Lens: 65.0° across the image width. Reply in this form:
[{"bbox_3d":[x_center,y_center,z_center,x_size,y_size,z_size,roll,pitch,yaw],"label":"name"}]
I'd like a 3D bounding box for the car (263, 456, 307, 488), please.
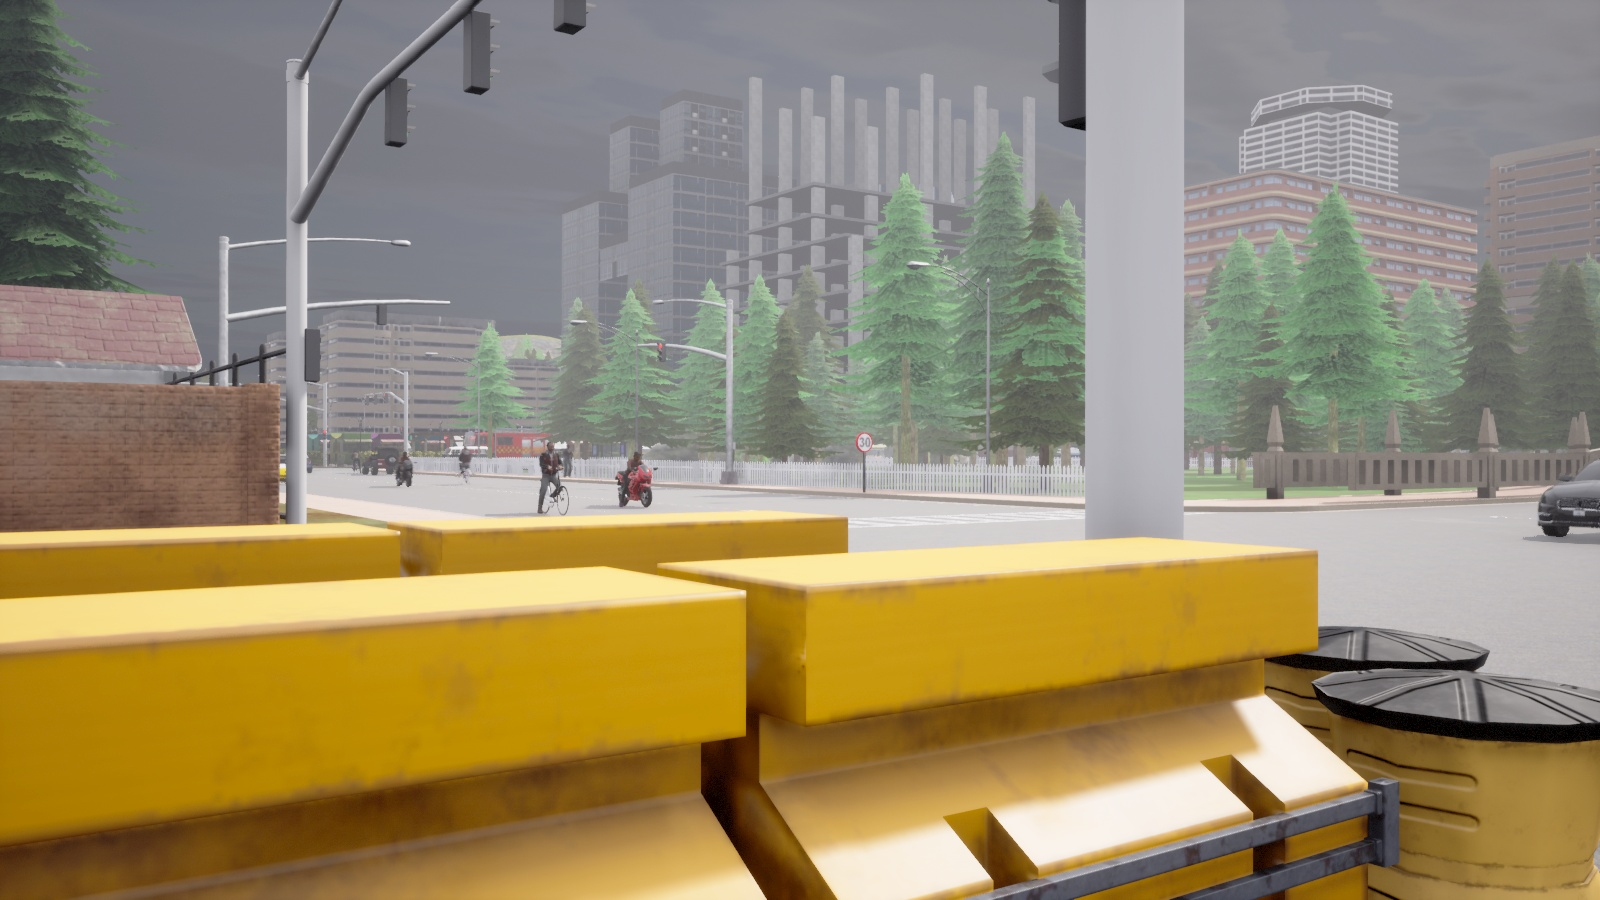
[{"bbox_3d":[-23.290,0.988,56.756,1.481,1.376,2.207,0,0,-33],"label":"car"}]

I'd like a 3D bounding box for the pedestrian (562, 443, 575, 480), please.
[{"bbox_3d":[-12.238,0.592,66.388,0.402,1.930,0.666,0,0,-34],"label":"pedestrian"}]

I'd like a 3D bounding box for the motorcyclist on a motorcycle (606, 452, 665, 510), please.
[{"bbox_3d":[-4.504,0.820,34.329,0.797,1.523,2.044,0,0,-33],"label":"motorcyclist on a motorcycle"}]

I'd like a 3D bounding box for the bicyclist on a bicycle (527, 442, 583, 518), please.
[{"bbox_3d":[-5.881,0.701,30.030,0.659,1.776,1.843,0,0,-33],"label":"bicyclist on a bicycle"}]

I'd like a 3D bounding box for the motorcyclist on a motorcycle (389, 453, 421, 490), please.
[{"bbox_3d":[-16.703,0.892,53.056,0.797,1.523,2.044,0,0,-33],"label":"motorcyclist on a motorcycle"}]

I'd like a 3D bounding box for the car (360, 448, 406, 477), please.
[{"bbox_3d":[-27.282,0.799,82.118,1.905,1.878,3.866,0,0,-33],"label":"car"}]

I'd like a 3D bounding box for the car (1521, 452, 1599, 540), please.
[{"bbox_3d":[15.278,0.773,22.830,4.892,1.490,1.837,0,0,-35],"label":"car"}]
